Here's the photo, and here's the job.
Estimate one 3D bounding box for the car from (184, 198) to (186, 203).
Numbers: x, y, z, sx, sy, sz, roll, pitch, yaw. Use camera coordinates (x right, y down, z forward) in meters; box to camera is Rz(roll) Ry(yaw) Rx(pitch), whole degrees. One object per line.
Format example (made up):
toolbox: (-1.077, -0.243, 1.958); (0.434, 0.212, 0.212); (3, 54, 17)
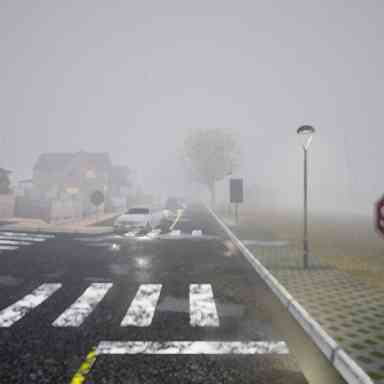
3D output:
car: (-2.324, 1.674, 70.522); (1.994, 1.385, 4.181); (0, 0, 0)

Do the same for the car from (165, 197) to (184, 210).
car: (-2.499, 1.418, 44.739); (2.097, 1.767, 4.553); (0, 0, 0)

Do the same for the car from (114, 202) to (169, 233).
car: (-3.005, 1.548, 19.835); (1.812, 1.442, 4.674); (0, 0, 10)
